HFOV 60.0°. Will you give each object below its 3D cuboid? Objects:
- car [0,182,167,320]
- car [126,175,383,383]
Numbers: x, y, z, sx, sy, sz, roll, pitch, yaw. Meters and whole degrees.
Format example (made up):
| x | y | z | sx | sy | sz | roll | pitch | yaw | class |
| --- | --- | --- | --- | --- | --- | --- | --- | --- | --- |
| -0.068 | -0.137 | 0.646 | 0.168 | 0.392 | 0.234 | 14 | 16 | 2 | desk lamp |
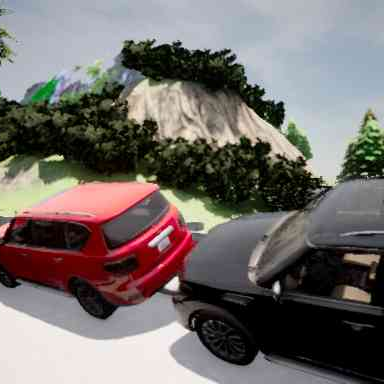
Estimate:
| x | y | z | sx | sy | sz | roll | pitch | yaw | class |
| --- | --- | --- | --- | --- | --- | --- | --- | --- | --- |
| -2.635 | 0.990 | 7.392 | 5.566 | 2.045 | 2.150 | 0 | 25 | 36 | car |
| 2.236 | 0.984 | 3.886 | 5.566 | 2.045 | 2.150 | 0 | 25 | 36 | car |
